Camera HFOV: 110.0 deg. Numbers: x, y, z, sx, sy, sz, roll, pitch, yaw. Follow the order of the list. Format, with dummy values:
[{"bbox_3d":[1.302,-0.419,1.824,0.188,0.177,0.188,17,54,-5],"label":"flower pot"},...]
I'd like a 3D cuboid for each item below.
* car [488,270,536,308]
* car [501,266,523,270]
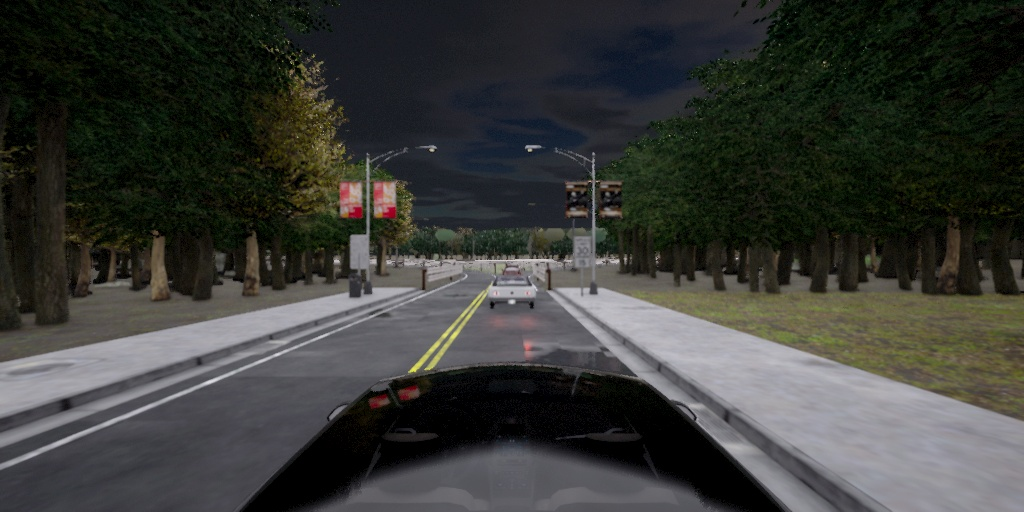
[{"bbox_3d":[0.004,1.485,15.956,1.895,1.301,4.718,0,-1,0],"label":"car"},{"bbox_3d":[0.021,1.554,31.249,1.812,1.442,4.674,0,0,1],"label":"car"}]
